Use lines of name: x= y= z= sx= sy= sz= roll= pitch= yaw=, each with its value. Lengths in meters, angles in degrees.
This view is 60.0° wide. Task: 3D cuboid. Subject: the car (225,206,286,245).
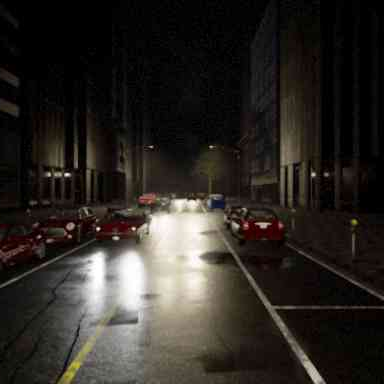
car: x=2.853 y=1.401 z=15.221 sx=1.967 sy=1.590 sz=4.097 roll=0 pitch=0 yaw=0

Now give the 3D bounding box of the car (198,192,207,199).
car: x=2.826 y=1.000 z=88.540 sx=2.192 sy=1.841 sz=5.009 roll=0 pitch=0 yaw=0

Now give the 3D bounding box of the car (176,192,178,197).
car: x=-5.702 y=1.112 z=94.190 sx=1.967 sy=1.590 sz=4.097 roll=0 pitch=0 yaw=0

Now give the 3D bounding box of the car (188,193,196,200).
car: x=-0.028 y=1.071 z=78.051 sx=1.812 sy=1.442 sz=4.674 roll=0 pitch=0 yaw=0

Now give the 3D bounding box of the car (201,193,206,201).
car: x=2.846 y=1.339 z=54.906 sx=1.752 sy=1.417 sz=4.829 roll=0 pitch=1 yaw=1

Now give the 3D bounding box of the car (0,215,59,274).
car: x=-5.671 y=1.557 z=9.604 sx=1.802 sy=1.307 sz=4.206 roll=0 pitch=0 yaw=0

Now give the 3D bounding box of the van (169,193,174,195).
van: x=-5.694 y=1.060 z=77.272 sx=1.690 sy=1.788 sz=3.998 roll=0 pitch=0 yaw=0

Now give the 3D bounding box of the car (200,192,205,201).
car: x=2.833 y=1.179 z=71.622 sx=1.967 sy=1.590 sz=4.097 roll=0 pitch=0 yaw=0

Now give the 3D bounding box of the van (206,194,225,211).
van: x=2.846 y=1.231 z=37.781 sx=1.690 sy=1.788 sz=3.998 roll=0 pitch=0 yaw=0

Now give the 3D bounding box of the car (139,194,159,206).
car: x=-5.682 y=1.182 z=43.440 sx=2.192 sy=1.841 sz=5.009 roll=0 pitch=0 yaw=0

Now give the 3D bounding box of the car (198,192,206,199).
car: x=2.824 y=0.987 z=94.179 sx=2.192 sy=1.841 sz=5.009 roll=0 pitch=0 yaw=0

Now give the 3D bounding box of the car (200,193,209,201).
car: x=2.831 y=1.159 z=77.260 sx=1.967 sy=1.590 sz=4.097 roll=0 pitch=0 yaw=0

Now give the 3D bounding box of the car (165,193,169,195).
car: x=-5.689 y=1.316 z=60.149 sx=1.752 sy=1.417 sz=4.829 roll=0 pitch=1 yaw=1

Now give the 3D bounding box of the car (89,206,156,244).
car: x=-3.065 y=1.560 z=15.638 sx=1.895 sy=1.301 sz=4.718 roll=0 pitch=0 yaw=0

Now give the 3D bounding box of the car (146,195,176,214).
car: x=-3.018 y=1.399 z=33.495 sx=2.128 sy=1.511 sz=4.902 roll=0 pitch=0 yaw=0

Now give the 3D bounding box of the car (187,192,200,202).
car: x=-0.024 y=1.251 z=67.631 sx=2.128 sy=1.511 sz=4.902 roll=0 pitch=0 yaw=0

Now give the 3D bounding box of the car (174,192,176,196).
car: x=-5.697 y=1.266 z=82.912 sx=1.947 sy=1.339 sz=4.313 roll=0 pitch=0 yaw=0

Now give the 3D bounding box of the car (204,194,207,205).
car: x=2.844 y=1.391 z=43.593 sx=1.752 sy=1.417 sz=4.829 roll=0 pitch=0 yaw=0

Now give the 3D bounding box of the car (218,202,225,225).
car: x=2.851 y=1.527 z=20.863 sx=1.802 sy=1.307 sz=4.206 roll=0 pitch=0 yaw=0

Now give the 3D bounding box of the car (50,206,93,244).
car: x=-5.673 y=1.401 z=15.243 sx=1.967 sy=1.590 sz=4.097 roll=0 pitch=0 yaw=0

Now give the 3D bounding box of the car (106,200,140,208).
car: x=-5.677 y=1.480 z=26.522 sx=2.008 sy=1.369 sz=4.403 roll=0 pitch=0 yaw=0
